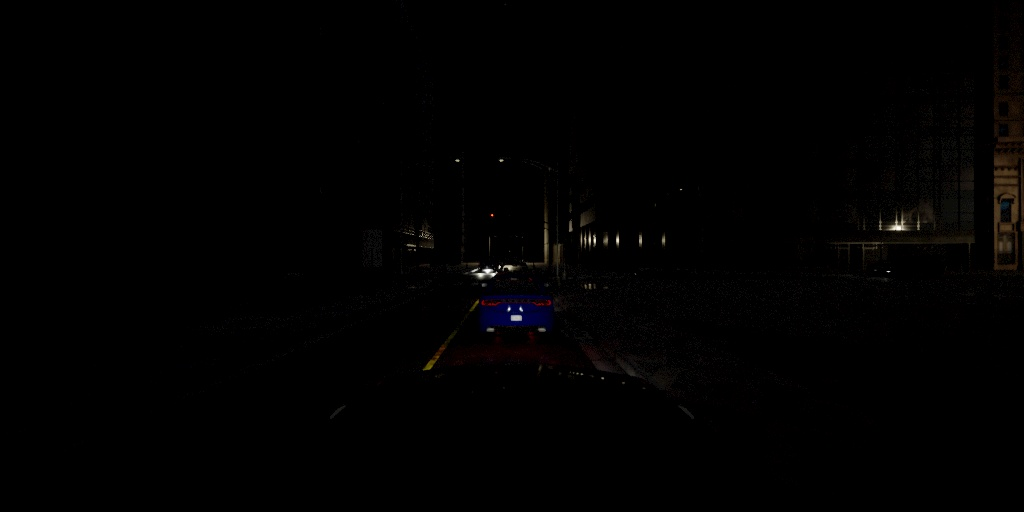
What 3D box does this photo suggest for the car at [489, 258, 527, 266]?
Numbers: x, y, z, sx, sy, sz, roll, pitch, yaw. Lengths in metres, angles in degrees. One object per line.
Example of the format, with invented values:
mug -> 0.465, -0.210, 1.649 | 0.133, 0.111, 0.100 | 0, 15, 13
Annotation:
car -> 0.152, 1.107, 19.325 | 2.097, 1.767, 4.553 | 0, 0, 2

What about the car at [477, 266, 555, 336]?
car -> 0.099, 1.229, 10.456 | 1.882, 1.535, 5.008 | 0, 0, 0

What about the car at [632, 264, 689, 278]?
car -> 13.692, 1.370, 33.343 | 4.718, 1.301, 1.895 | 0, 0, 0

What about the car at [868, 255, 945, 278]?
car -> 36.578, 0.962, 33.346 | 5.566, 2.045, 2.150 | 0, 0, 0

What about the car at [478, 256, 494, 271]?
car -> -3.107, 0.999, 45.870 | 2.150, 2.045, 5.566 | 0, 0, -2
